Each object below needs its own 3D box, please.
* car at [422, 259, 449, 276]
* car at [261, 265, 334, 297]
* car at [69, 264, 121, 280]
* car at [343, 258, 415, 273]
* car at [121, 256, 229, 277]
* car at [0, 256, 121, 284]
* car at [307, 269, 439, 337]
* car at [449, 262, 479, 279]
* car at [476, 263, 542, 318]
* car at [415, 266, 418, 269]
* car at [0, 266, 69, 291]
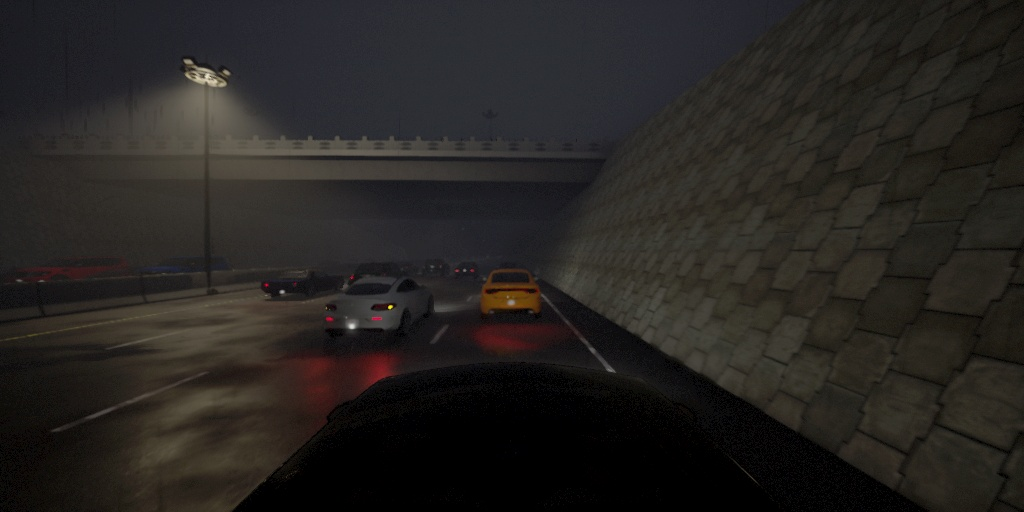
[{"bbox_3d":[-7.384,1.035,35.269,2.097,1.767,4.553,0,0,-1],"label":"car"},{"bbox_3d":[-10.633,1.352,18.744,1.895,1.301,4.718,0,0,-1],"label":"car"},{"bbox_3d":[-24.899,1.375,23.141,1.994,1.385,4.181,0,0,-1],"label":"car"},{"bbox_3d":[-7.149,1.083,19.770,2.097,1.767,4.553,0,0,-1],"label":"car"},{"bbox_3d":[-21.408,1.014,23.539,2.150,2.045,5.566,0,0,-1],"label":"car"},{"bbox_3d":[-28.405,1.050,23.378,2.150,2.045,5.566,0,0,-1],"label":"car"},{"bbox_3d":[-3.514,1.267,10.116,1.812,1.442,4.674,0,0,-1],"label":"car"},{"bbox_3d":[-3.822,1.225,31.277,2.033,1.411,5.357,0,0,-1],"label":"car"},{"bbox_3d":[-0.050,1.193,12.876,1.882,1.535,5.008,0,0,-1],"label":"car"},{"bbox_3d":[-10.902,1.261,36.519,1.994,1.385,4.181,0,0,-1],"label":"car"},{"bbox_3d":[-31.896,1.412,22.904,1.994,1.385,4.181,0,0,-1],"label":"car"}]
